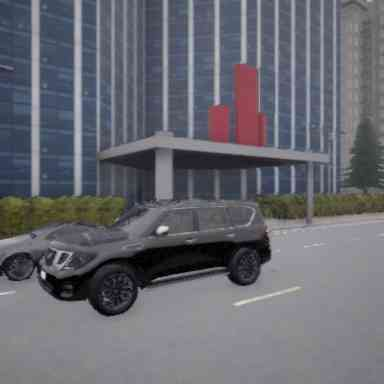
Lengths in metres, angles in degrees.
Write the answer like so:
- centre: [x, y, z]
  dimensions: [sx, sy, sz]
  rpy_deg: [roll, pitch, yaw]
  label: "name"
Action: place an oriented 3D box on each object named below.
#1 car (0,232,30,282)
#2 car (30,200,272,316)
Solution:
- centre: [-3.834, 1.564, 9.815]
  dimensions: [4.181, 1.385, 1.994]
  rpy_deg: [0, 0, -35]
  label: "car"
- centre: [-0.531, 1.223, 7.859]
  dimensions: [5.566, 2.045, 2.150]
  rpy_deg: [0, 0, -35]
  label: "car"
